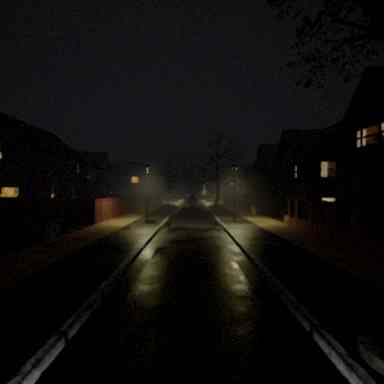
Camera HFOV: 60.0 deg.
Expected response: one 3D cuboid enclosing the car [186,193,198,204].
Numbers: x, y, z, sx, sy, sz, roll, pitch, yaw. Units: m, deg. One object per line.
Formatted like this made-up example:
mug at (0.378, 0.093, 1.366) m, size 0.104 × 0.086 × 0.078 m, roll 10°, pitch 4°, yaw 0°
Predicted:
car at (0.016, 1.327, 58.321) m, size 1.882 × 1.535 × 5.008 m, roll 0°, pitch 0°, yaw 0°
